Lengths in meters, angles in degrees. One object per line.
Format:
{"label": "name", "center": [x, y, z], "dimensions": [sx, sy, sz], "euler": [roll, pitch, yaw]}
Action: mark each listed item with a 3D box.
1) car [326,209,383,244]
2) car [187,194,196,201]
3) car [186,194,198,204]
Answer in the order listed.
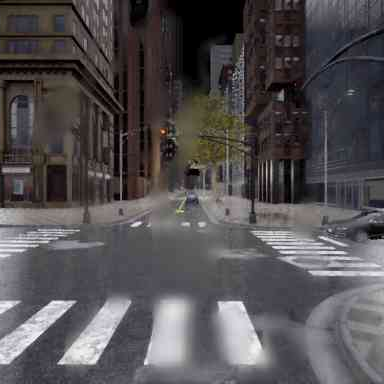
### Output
{"label": "car", "center": [8.857, 1.565, 15.587], "dimensions": [4.892, 1.490, 1.837], "euler": [0, 0, -3]}
{"label": "car", "center": [-0.056, 1.109, 70.734], "dimensions": [1.812, 1.442, 4.674], "euler": [0, 1, 0]}
{"label": "car", "center": [0.019, 1.076, 57.346], "dimensions": [2.097, 1.767, 4.553], "euler": [0, 1, -1]}
